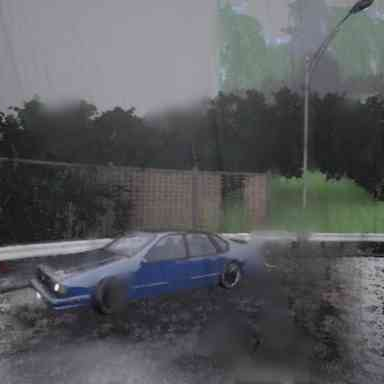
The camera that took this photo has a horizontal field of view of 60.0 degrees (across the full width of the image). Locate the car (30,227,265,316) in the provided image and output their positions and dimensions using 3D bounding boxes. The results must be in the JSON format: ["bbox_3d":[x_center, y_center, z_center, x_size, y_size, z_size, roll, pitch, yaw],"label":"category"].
[{"bbox_3d":[-0.666,1.542,7.660,5.357,1.411,2.033,1,0,-37],"label":"car"}]
